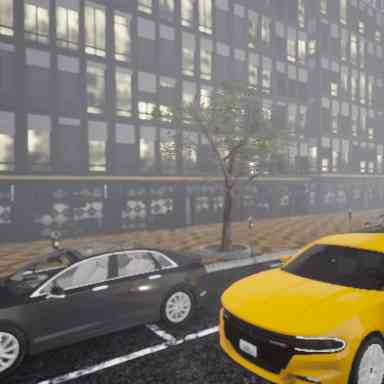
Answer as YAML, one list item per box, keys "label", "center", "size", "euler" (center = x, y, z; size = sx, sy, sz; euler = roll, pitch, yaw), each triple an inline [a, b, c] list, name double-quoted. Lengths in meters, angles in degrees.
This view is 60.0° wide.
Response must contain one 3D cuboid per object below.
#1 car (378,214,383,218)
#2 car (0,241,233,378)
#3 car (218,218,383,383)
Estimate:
- label: "car"
  center: [7.530, 1.425, 11.977]
  size: [4.403, 1.369, 2.008]
  euler: [-1, 0, -36]
- label: "car"
  center: [-1.706, 1.537, 5.353]
  size: [4.403, 1.369, 2.008]
  euler: [-1, 0, -36]
- label: "car"
  center: [2.645, 1.429, 5.156]
  size: [5.008, 1.535, 1.882]
  euler: [-1, 0, -36]
